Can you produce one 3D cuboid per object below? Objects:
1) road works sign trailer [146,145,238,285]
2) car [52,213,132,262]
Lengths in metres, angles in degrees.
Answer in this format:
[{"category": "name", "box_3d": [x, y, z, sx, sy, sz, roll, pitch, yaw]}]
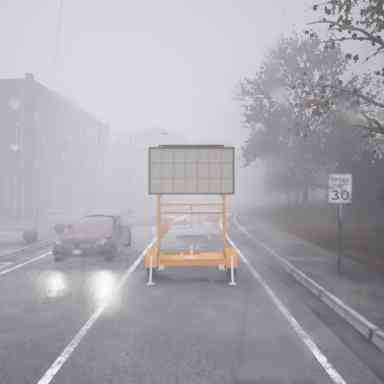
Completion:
[{"category": "road works sign trailer", "box_3d": [-0.013, 0.467, 9.471, 2.380, 3.560, 2.880, 0, 0, 0]}, {"category": "car", "box_3d": [-3.417, 1.529, 12.260, 1.812, 1.442, 4.674, 0, 0, 1]}]
